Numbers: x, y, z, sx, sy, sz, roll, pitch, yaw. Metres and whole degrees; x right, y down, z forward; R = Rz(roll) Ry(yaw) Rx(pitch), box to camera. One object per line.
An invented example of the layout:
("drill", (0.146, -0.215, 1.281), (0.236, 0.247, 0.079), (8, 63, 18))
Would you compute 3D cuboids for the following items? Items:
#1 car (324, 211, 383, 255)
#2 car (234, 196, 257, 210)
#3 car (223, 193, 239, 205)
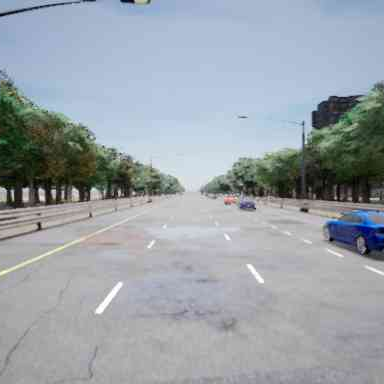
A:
("car", (6.995, 1.498, 13.358), (1.882, 1.535, 5.008), (0, 0, 0))
("car", (6.989, 1.546, 43.128), (1.812, 1.442, 4.674), (0, 0, 0))
("car", (6.998, 1.384, 61.532), (2.097, 1.767, 4.553), (0, 0, 0))
